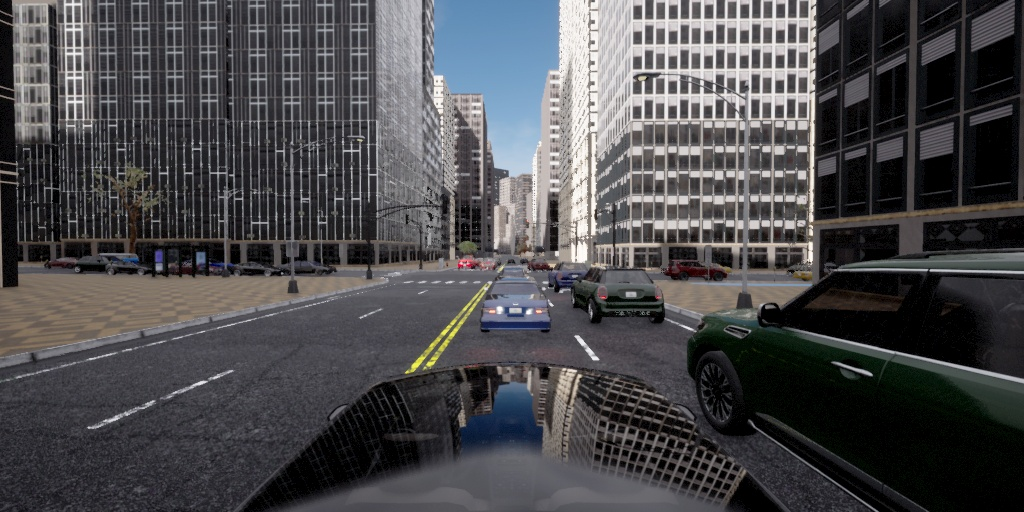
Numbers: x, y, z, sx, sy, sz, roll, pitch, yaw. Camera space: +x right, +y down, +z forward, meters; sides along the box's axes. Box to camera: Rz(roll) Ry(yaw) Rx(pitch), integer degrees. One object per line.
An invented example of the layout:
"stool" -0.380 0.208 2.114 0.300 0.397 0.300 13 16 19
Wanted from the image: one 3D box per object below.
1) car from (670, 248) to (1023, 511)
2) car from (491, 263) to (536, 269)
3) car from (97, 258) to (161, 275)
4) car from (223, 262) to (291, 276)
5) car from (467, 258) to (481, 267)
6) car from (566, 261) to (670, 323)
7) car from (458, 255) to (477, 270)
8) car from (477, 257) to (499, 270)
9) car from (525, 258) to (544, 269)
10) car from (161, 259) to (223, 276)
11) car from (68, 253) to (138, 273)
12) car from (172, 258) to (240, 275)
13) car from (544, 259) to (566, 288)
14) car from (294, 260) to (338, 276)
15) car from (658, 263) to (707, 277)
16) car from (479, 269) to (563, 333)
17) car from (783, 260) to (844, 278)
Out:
"car" 3.346 0.971 2.323 2.150 2.045 5.566 0 0 0
"car" 0.073 1.304 19.969 1.994 1.385 4.181 0 0 0
"car" -34.140 1.068 32.467 4.313 1.339 1.948 0 0 1
"car" -22.775 1.172 32.176 4.313 1.339 1.948 0 0 1
"car" -6.648 1.176 63.660 1.882 1.535 5.008 0 0 1
"car" 3.335 1.097 12.169 2.097 1.767 4.553 0 0 0
"car" -6.662 0.933 53.315 2.150 2.045 5.566 0 0 0
"car" -3.384 1.066 51.167 2.097 1.767 4.553 0 0 -1
"car" 3.372 1.068 46.735 2.097 1.767 4.553 0 0 -6
"car" -28.459 1.136 32.302 4.207 1.307 1.802 0 0 1
"car" -39.848 0.759 35.214 4.553 1.767 2.097 1 1 1
"car" -29.817 0.976 35.018 5.008 1.535 1.882 1 1 1
"car" 3.322 1.091 21.034 2.097 1.767 4.553 0 0 0
"car" -19.957 1.135 34.831 5.357 1.411 2.033 1 1 1
"car" 17.765 1.435 37.454 4.181 1.385 1.994 0 1 1
"car" 0.089 1.293 10.726 2.033 1.411 5.357 0 0 0
"car" 31.242 1.341 37.234 4.553 1.767 2.097 0 1 1
